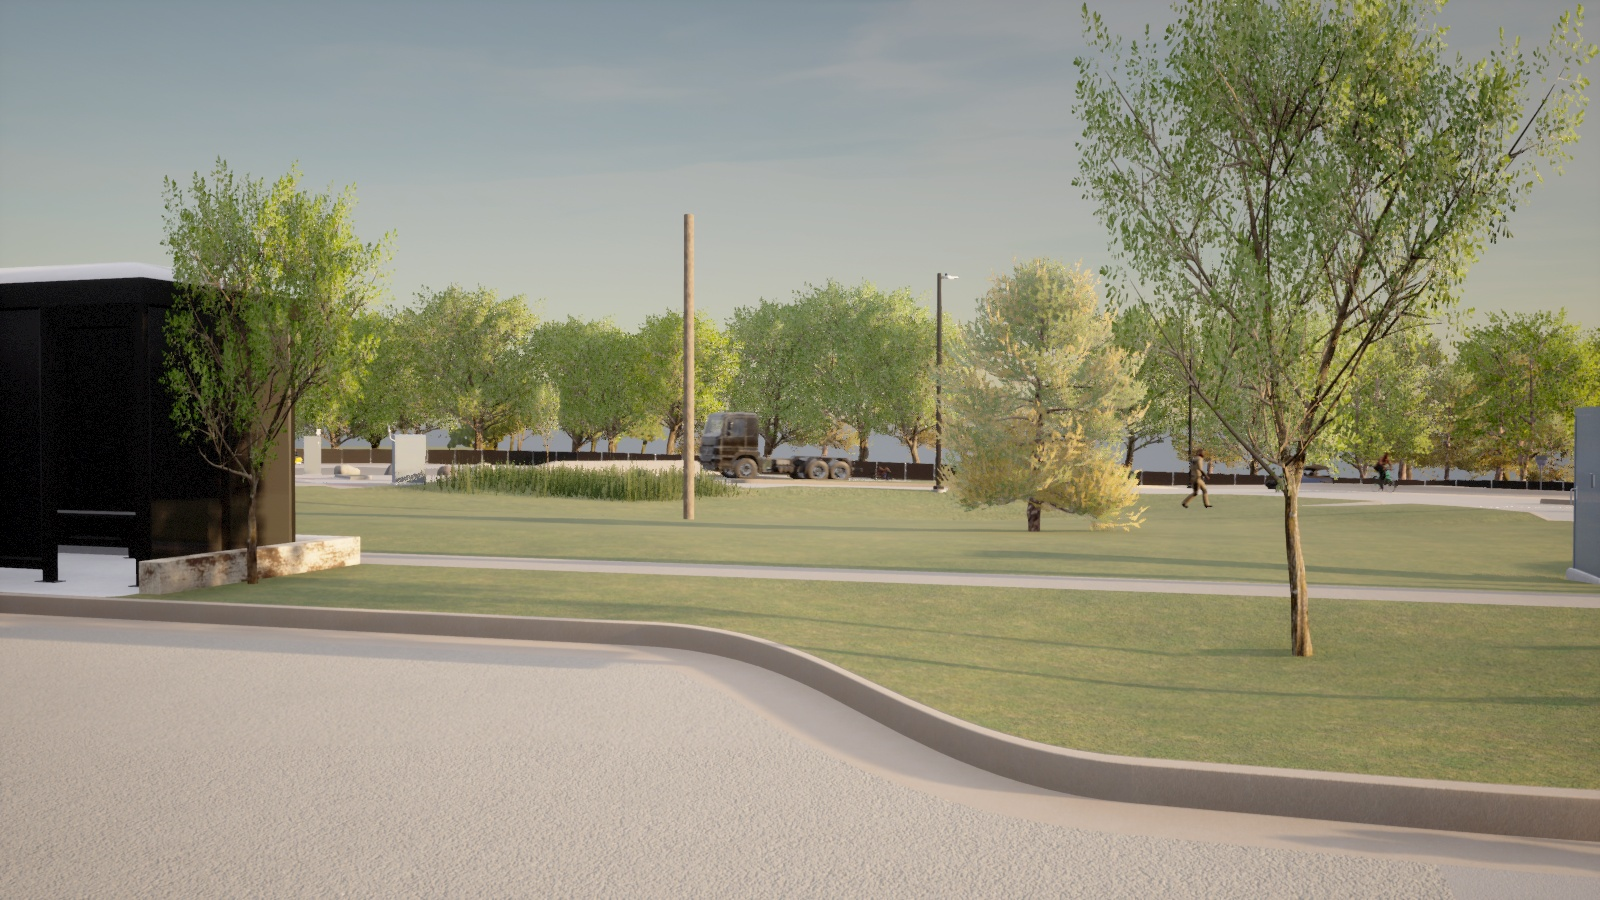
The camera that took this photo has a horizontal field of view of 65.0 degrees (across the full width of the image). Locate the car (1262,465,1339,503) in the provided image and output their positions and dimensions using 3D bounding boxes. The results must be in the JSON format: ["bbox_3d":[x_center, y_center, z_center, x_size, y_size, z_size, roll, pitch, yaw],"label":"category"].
[{"bbox_3d":[29.549,2.038,74.159,3.866,1.878,1.905,4,-7,-15],"label":"car"}]

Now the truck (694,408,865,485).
[{"bbox_3d":[-1.026,-0.155,63.344,7.936,3.462,2.891,3,0,-21],"label":"truck"}]

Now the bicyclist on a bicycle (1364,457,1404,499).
[{"bbox_3d":[23.090,1.085,49.676,0.582,1.620,1.656,2,0,-7],"label":"bicyclist on a bicycle"}]

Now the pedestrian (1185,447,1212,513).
[{"bbox_3d":[11.742,0.885,36.989,0.692,1.930,0.396,1,1,11],"label":"pedestrian"}]
